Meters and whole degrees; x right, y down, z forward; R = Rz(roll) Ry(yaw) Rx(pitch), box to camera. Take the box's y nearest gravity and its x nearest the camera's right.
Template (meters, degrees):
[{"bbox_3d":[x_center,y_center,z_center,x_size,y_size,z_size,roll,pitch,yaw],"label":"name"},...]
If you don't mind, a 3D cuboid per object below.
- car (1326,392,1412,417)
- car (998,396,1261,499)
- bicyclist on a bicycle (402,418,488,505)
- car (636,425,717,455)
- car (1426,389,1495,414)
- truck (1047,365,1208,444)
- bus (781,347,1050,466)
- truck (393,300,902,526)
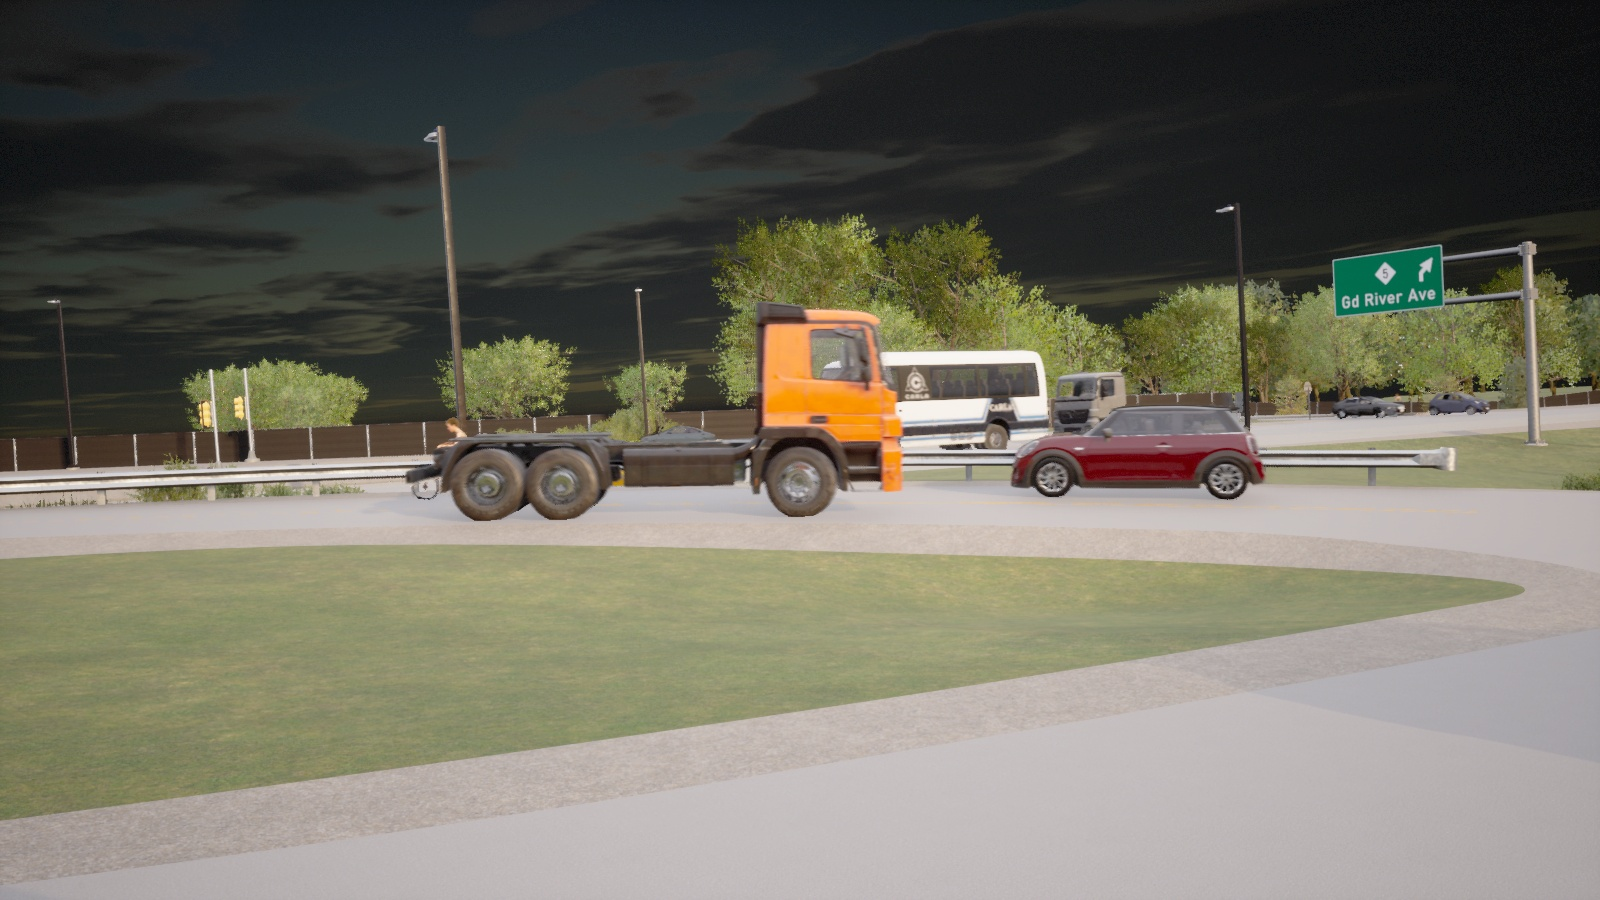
[{"bbox_3d":[38.640,-3.087,85.422,2.128,1.511,4.902,-4,2,-33],"label":"car"},{"bbox_3d":[6.147,-0.072,23.497,4.553,1.767,2.097,0,3,18],"label":"car"},{"bbox_3d":[-6.986,0.210,24.771,1.509,1.612,0.866,-2,3,-11],"label":"bicyclist on a bicycle"},{"bbox_3d":[-6.624,-0.550,67.080,4.181,1.385,1.994,-2,2,-8],"label":"car"},{"bbox_3d":[43.978,-3.216,83.640,1.845,1.501,3.633,-4,2,-33],"label":"car"},{"bbox_3d":[16.157,-2.265,61.708,7.936,3.462,2.891,-4,2,-33],"label":"truck"},{"bbox_3d":[4.754,-1.796,50.226,10.273,4.253,3.944,-4,2,-33],"label":"bus"},{"bbox_3d":[-2.428,-0.659,21.282,7.936,3.462,2.891,-1,2,-3],"label":"truck"}]
